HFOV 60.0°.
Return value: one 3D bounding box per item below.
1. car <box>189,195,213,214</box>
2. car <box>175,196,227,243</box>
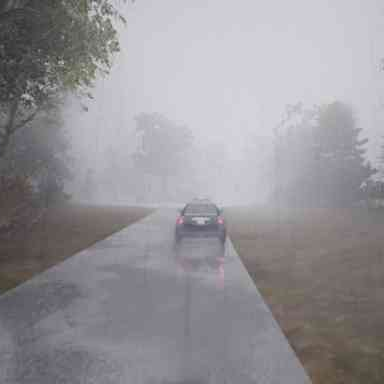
[{"bbox_3d":[0.947,1.105,31.581,2.128,1.511,4.902,0,1,4],"label":"car"},{"bbox_3d":[0.401,1.189,15.305,2.097,1.767,4.553,0,1,1],"label":"car"}]
